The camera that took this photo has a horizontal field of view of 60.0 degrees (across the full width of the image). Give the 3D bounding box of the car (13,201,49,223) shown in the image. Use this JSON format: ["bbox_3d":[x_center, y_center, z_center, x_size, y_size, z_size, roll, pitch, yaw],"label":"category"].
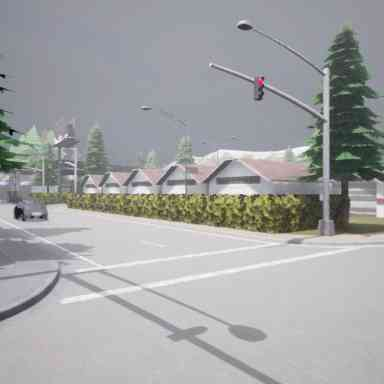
[{"bbox_3d":[-12.809,1.484,26.347,2.128,1.511,4.902,0,1,-37],"label":"car"}]
